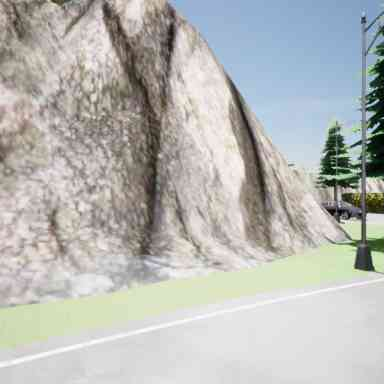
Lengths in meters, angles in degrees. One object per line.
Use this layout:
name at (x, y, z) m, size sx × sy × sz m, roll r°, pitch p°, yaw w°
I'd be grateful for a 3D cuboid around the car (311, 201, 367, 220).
car at (12.368, 1.492, 28.302) m, size 2.128 × 1.511 × 4.902 m, roll 0°, pitch 0°, yaw -26°
